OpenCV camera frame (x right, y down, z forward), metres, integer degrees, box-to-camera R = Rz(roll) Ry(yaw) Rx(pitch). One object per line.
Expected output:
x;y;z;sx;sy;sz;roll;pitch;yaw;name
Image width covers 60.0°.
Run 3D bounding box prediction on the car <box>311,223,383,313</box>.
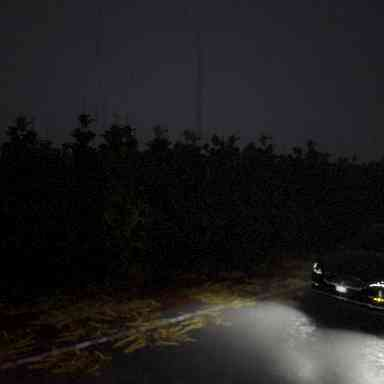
4.626;1.470;7.343;4.892;1.490;1.837;0;0;-36;car
